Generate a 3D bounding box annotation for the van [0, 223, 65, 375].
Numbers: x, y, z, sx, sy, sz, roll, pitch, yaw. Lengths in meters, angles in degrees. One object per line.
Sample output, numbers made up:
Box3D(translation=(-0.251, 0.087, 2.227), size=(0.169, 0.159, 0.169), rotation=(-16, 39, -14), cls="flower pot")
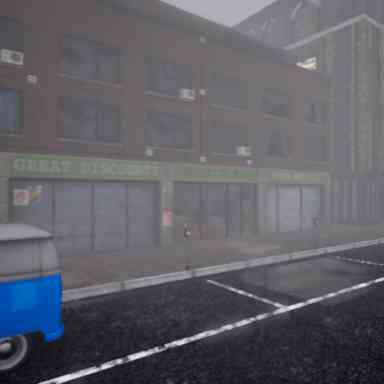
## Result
Box3D(translation=(-3.633, 1.340, 3.968), size=(3.998, 1.788, 1.690), rotation=(0, 0, -35), cls="van")
